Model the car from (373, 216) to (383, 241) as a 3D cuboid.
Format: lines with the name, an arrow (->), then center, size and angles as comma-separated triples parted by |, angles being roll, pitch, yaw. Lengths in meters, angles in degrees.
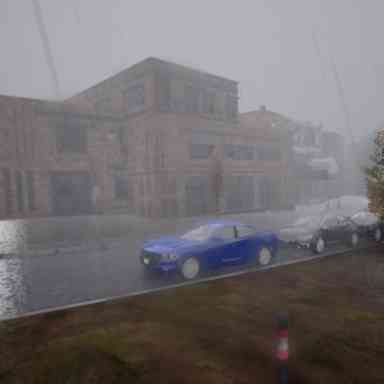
car -> 10.013, 1.760, 18.550 | 5.008, 1.535, 2.097 | 1, 0, -41

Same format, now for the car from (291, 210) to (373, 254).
car -> 5.690, 1.729, 14.821 | 4.892, 1.521, 2.231 | 1, 0, -39

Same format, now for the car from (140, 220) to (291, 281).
car -> 0.717, 1.709, 10.908 | 5.008, 1.535, 2.097 | 1, 0, -37
